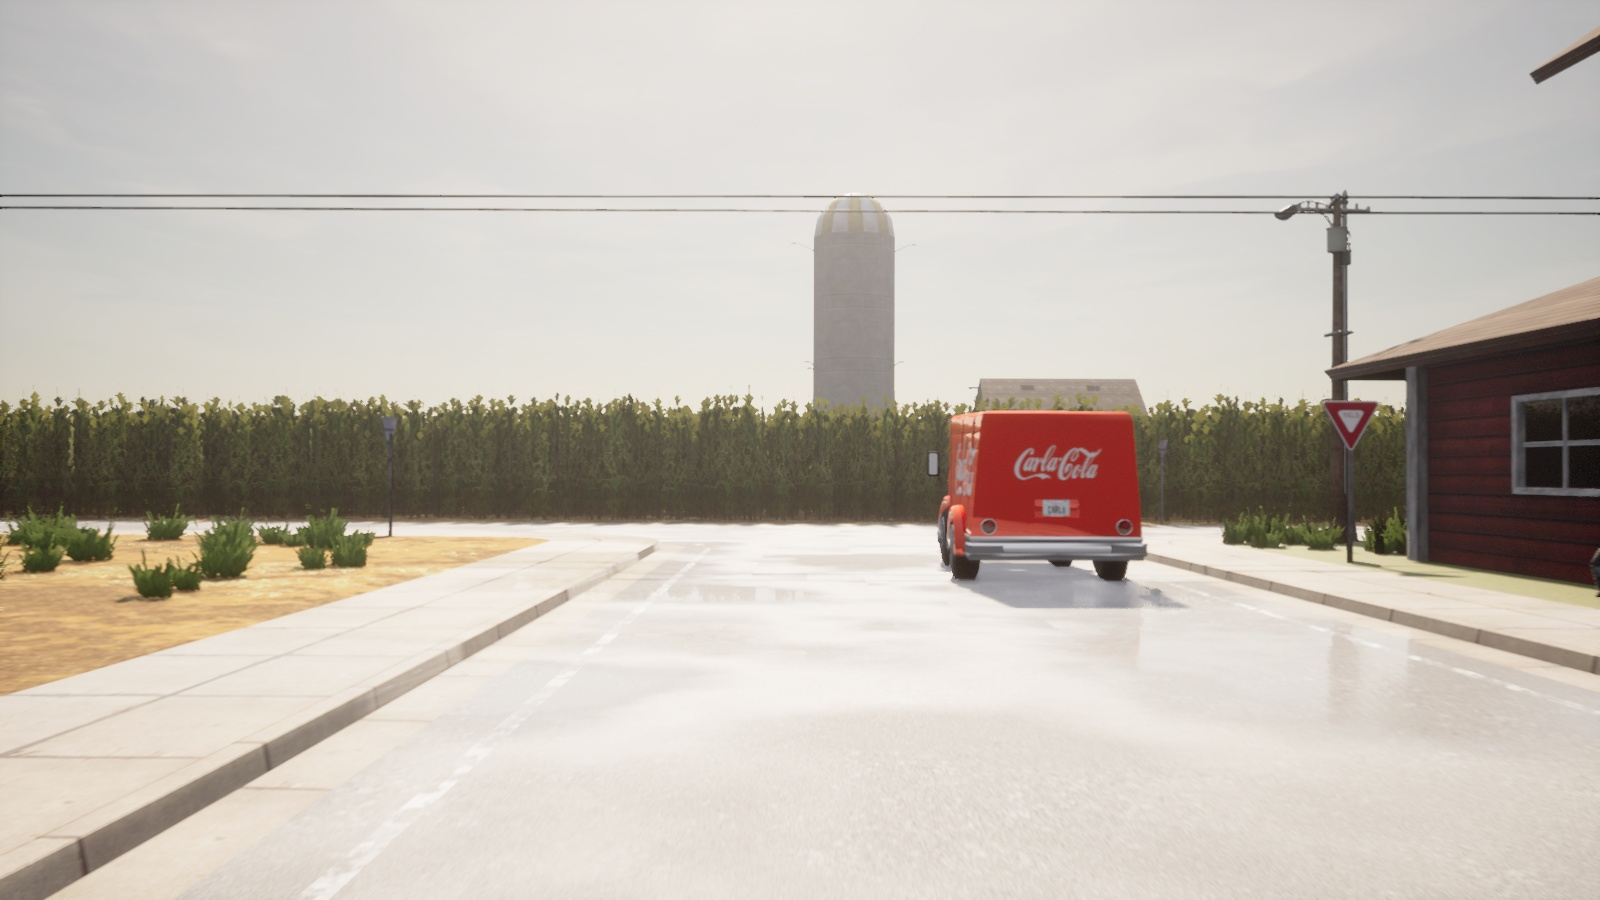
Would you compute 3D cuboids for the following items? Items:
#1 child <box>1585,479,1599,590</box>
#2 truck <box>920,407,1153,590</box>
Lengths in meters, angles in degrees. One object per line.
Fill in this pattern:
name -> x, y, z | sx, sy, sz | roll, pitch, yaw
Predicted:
child -> 9.212, 0.959, 14.289 | 0.270, 1.263, 0.437 | 0, -1, 1
truck -> 3.452, 0.654, 19.575 | 2.627, 2.467, 5.204 | 0, 0, 0
